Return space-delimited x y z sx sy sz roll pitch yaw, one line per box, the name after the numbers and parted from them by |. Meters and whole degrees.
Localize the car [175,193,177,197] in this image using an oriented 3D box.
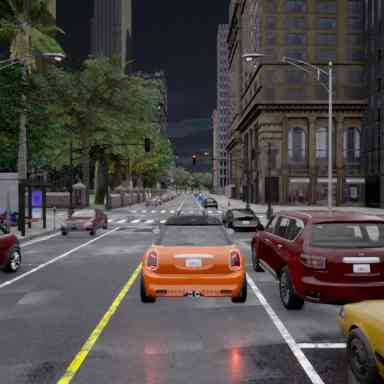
-6.256 1.234 93.792 2.192 1.841 5.009 0 0 0 | car

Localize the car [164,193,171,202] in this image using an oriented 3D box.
-6.141 1.392 72.111 1.967 1.590 4.097 0 0 0 | car

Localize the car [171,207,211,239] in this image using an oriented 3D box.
-0.031 1.596 18.188 1.895 1.301 4.718 0 0 0 | car

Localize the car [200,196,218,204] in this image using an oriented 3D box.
2.528 1.545 45.035 1.947 1.339 4.313 0 0 0 | car

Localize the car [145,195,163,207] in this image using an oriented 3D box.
-6.026 1.526 50.430 2.008 1.369 4.403 0 0 0 | car

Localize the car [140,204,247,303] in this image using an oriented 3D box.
0.033 1.351 8.369 2.097 1.767 4.553 0 0 0 | car

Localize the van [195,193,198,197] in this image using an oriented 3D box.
2.327 1.277 82.977 1.690 1.788 3.998 0 0 0 | van

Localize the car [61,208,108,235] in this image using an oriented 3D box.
-5.858 1.577 18.571 1.802 1.307 4.206 0 0 0 | car

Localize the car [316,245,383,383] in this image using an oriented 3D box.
2.753 1.525 2.493 1.752 1.417 4.829 0 0 0 | car

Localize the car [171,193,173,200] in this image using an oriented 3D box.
-6.170 1.259 77.531 2.192 1.841 5.009 0 0 0 | car

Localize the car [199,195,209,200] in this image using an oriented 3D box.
2.499 1.541 50.455 1.947 1.339 4.313 0 0 0 | car

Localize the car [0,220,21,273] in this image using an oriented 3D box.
-5.801 1.439 7.719 1.967 1.590 4.097 0 0 0 | car

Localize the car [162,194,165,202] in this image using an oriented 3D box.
-6.055 1.410 55.850 1.967 1.590 4.097 0 0 0 | car

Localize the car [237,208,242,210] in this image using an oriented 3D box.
2.668 1.561 18.598 1.947 1.339 4.313 0 0 0 | car

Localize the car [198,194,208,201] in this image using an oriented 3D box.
2.470 1.496 56.045 1.752 1.417 4.829 0 0 0 | car

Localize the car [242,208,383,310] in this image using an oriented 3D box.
2.724 1.314 7.748 2.192 1.841 5.009 0 0 0 | car
